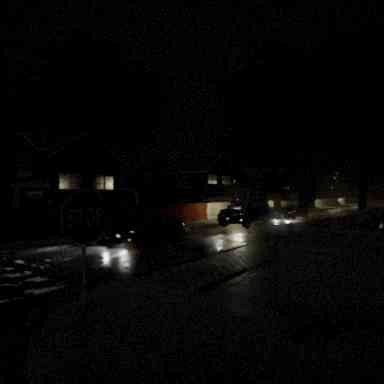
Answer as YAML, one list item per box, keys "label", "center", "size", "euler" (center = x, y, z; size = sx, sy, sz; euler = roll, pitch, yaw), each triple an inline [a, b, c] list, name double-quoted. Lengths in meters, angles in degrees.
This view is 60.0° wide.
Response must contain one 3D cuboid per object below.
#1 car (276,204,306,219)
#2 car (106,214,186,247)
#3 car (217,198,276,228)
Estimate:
- label: "car"
  center: [10.036, 1.893, 33.470]
  size: [2.033, 1.411, 5.357]
  euler: [-1, -1, 35]
- label: "car"
  center: [-2.147, 1.780, 16.394]
  size: [1.994, 1.385, 4.181]
  euler: [-1, -1, 35]
- label: "car"
  center: [4.043, 1.502, 25.084]
  size: [2.150, 2.045, 5.566]
  euler: [-1, -1, 35]
